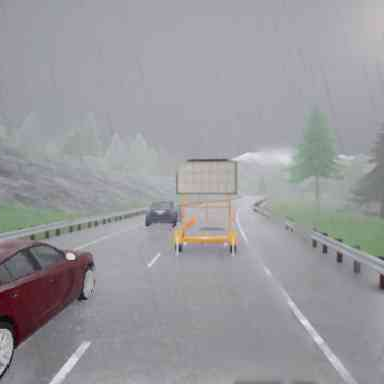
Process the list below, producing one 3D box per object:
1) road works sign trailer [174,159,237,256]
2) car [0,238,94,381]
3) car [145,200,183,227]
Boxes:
[{"bbox_3d":[0.589,0.496,13.293,2.380,3.560,2.880,0,0,5],"label":"road works sign trailer"},{"bbox_3d":[-3.152,1.493,5.398,1.882,1.535,5.008,0,0,2],"label":"car"},{"bbox_3d":[-1.817,1.410,23.518,2.097,1.767,4.553,0,0,6],"label":"car"}]
